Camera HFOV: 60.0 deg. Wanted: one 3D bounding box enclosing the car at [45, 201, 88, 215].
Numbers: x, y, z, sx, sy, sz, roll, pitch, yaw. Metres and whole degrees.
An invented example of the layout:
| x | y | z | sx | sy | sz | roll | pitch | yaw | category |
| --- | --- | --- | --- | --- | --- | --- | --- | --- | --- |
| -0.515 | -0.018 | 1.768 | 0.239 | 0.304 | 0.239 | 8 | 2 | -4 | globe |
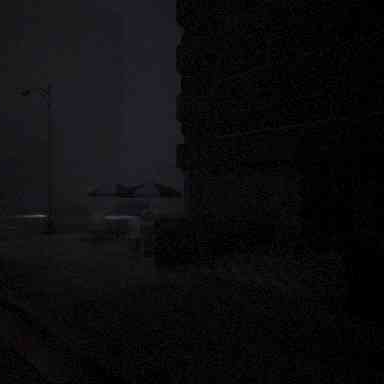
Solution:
| x | y | z | sx | sy | sz | roll | pitch | yaw | category |
| --- | --- | --- | --- | --- | --- | --- | --- | --- | --- |
| -12.981 | 1.619 | 34.495 | 1.994 | 1.385 | 4.181 | 0 | 0 | 45 | car |

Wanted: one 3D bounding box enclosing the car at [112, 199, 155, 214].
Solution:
| x | y | z | sx | sy | sz | roll | pitch | yaw | category |
| --- | --- | --- | --- | --- | --- | --- | --- | --- | --- |
| -6.241 | 1.560 | 36.101 | 1.837 | 1.490 | 4.892 | 0 | 0 | 45 | car |
